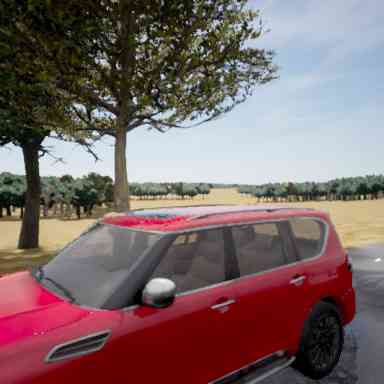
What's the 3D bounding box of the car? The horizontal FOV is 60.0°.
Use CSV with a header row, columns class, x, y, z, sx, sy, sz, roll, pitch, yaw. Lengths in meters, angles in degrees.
class,x,y,z,sx,sy,sz,roll,pitch,yaw
car,-0.263,1.215,3.884,5.566,2.045,2.150,0,0,-38
